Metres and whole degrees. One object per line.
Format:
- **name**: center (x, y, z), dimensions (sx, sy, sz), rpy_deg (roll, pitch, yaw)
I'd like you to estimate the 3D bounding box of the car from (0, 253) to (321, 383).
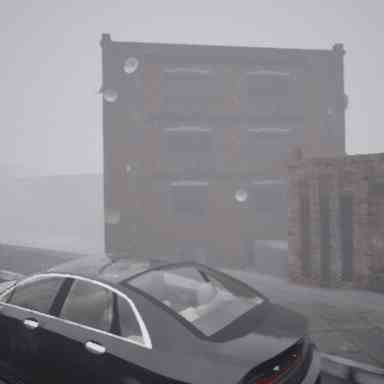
- **car**: center (-1.062, 1.508, 4.010), dimensions (4.892, 1.521, 2.231), rpy_deg (-1, 0, 36)
